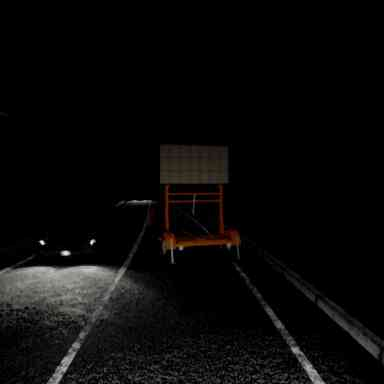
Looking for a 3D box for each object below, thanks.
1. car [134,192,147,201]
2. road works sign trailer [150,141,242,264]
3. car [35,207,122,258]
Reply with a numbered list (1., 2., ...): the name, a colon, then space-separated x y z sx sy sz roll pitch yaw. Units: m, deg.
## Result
1. car: -8.257 0.643 53.552 1.994 1.385 4.181 0 2 -7
2. road works sign trailer: 0.035 0.174 10.845 2.380 3.560 2.880 -1 1 -16
3. car: -3.647 1.246 11.787 2.033 1.411 5.357 0 1 -4
